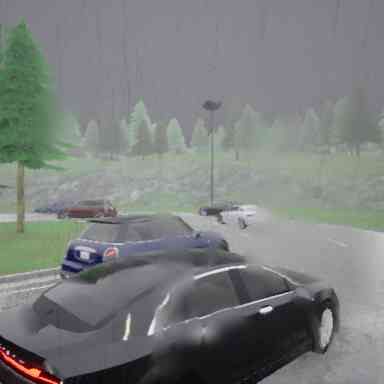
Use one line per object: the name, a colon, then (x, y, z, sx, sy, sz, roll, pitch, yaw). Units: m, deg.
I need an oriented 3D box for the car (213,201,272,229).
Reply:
car: (3.362, 1.563, 21.777, 1.812, 1.442, 4.674, 1, 0, -22)

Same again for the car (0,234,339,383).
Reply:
car: (0.178, 1.508, 4.274, 4.892, 1.490, 1.837, 1, 0, -43)

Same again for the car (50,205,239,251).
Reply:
car: (-0.928, 1.363, 8.658, 2.097, 1.767, 4.553, 0, 0, 39)

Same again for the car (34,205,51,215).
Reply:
car: (-12.911, 1.580, 33.551, 5.357, 1.411, 2.033, 0, 0, -9)

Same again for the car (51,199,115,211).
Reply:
car: (-8.466, 1.381, 26.817, 4.553, 1.767, 2.097, 0, 0, 11)
